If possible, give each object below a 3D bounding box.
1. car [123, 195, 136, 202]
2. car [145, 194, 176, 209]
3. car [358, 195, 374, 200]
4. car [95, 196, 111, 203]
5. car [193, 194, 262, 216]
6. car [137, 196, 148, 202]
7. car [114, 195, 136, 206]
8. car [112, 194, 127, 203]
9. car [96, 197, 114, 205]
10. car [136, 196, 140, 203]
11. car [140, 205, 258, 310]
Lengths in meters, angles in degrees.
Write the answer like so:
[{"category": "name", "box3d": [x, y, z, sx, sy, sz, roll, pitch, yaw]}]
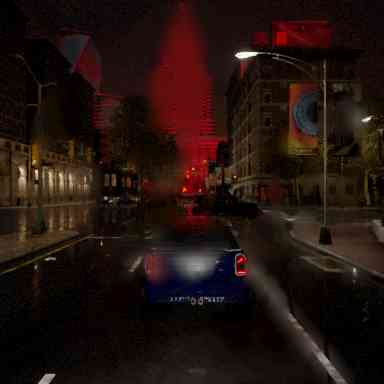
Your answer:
[{"category": "car", "box3d": [-14.727, 1.525, 78.480, 2.128, 1.511, 4.902, 0, 0, 0]}, {"category": "car", "box3d": [-3.882, 1.221, 43.548, 2.150, 2.045, 5.566, 1, 0, 18]}, {"category": "car", "box3d": [34.684, 1.481, 68.681, 2.231, 1.521, 4.892, 0, 0, 0]}, {"category": "car", "box3d": [-18.015, 1.595, 67.472, 1.895, 1.301, 4.718, 0, 0, 0]}, {"category": "car", "box3d": [2.812, 1.221, 26.979, 5.566, 2.045, 2.150, 0, 0, 0]}, {"category": "car", "box3d": [-11.236, 1.552, 75.816, 1.994, 1.385, 4.181, 0, 0, 0]}, {"category": "car", "box3d": [-11.386, 1.526, 56.795, 1.812, 1.442, 4.674, 0, 0, 0]}, {"category": "car", "box3d": [-14.764, 1.352, 68.079, 2.097, 1.767, 4.553, 0, 0, 0]}, {"category": "car", "box3d": [-14.876, 1.547, 57.969, 2.033, 1.411, 5.357, 0, 0, 0]}, {"category": "car", "box3d": [-11.300, 1.478, 65.943, 1.882, 1.535, 5.008, 0, 0, 1]}, {"category": "car", "box3d": [0.101, 1.352, 7.960, 2.097, 1.767, 4.553, 0, 0, 0]}]
